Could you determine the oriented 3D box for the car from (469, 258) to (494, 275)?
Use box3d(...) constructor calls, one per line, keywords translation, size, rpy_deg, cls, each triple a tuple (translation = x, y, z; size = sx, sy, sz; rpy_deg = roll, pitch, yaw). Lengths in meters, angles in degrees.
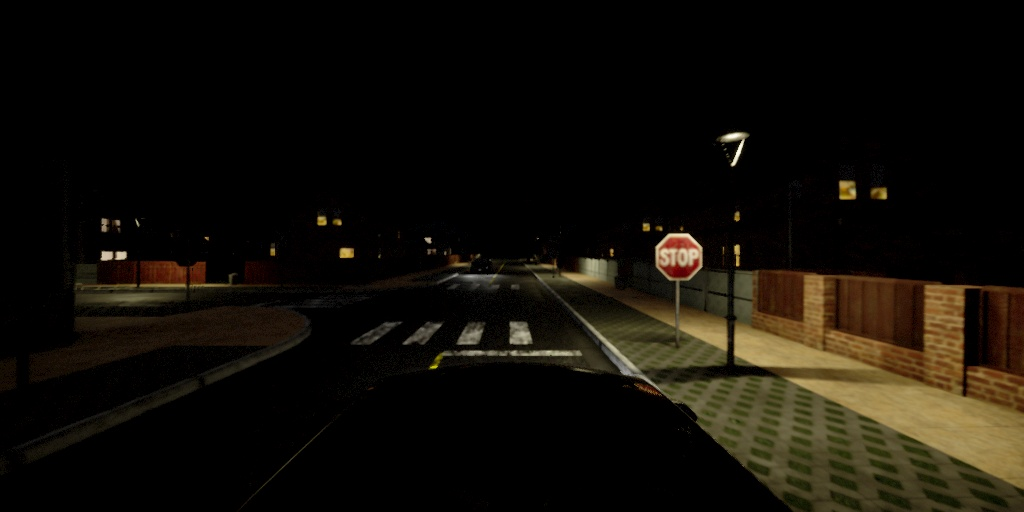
box3d(translation=(-2.761, 0.911, 33.184), size=(1.812, 1.442, 4.674), rpy_deg=(0, 1, 0), cls="car")
